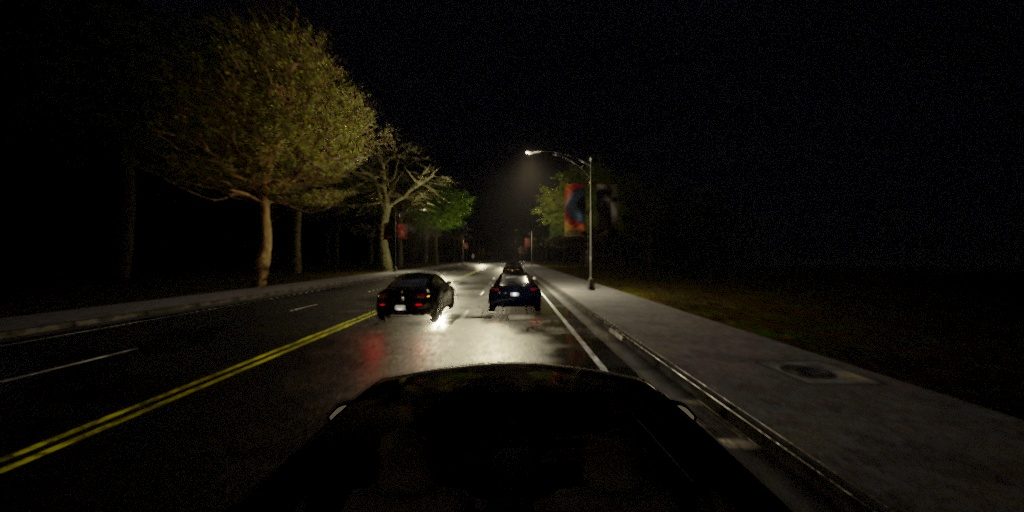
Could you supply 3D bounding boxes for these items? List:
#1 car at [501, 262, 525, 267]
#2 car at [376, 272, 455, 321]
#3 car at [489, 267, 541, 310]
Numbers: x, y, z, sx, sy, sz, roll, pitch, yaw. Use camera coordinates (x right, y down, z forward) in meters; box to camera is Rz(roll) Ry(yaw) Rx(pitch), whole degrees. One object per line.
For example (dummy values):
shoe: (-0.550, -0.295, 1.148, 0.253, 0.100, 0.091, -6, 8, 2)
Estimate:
car: (0.099, 1.304, 32.565, 1.837, 1.490, 4.892, 0, 0, 0)
car: (-3.164, 1.289, 12.421, 1.812, 1.442, 4.674, 0, 0, 0)
car: (0.100, 1.331, 14.720, 1.994, 1.385, 4.181, 0, 0, 0)
